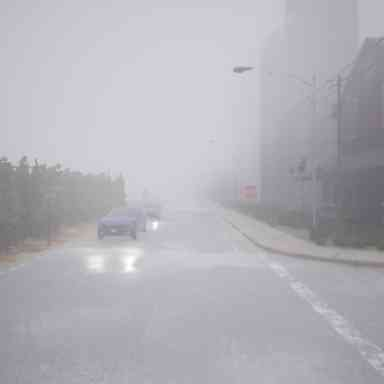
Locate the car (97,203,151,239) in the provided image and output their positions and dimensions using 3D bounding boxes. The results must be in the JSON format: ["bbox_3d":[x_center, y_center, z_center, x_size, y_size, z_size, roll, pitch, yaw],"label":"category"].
[{"bbox_3d":[-3.581,1.524,17.746,1.882,1.535,5.008,0,0,0],"label":"car"}]

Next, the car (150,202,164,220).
[{"bbox_3d":[-3.499,1.623,29.000,2.033,1.411,5.357,0,0,0],"label":"car"}]
